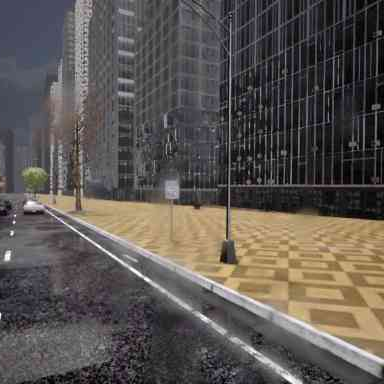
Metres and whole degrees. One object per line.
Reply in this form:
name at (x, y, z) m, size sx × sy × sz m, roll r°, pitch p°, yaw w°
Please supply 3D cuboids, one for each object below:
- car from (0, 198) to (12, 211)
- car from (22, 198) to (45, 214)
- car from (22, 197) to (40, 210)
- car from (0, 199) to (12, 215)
car at (-23.795, 1.542, 41.734) m, size 1.994 × 1.385 × 4.181 m, roll 0°, pitch 0°, yaw -27°
car at (-16.553, 1.584, 34.762) m, size 1.895 × 1.301 × 4.718 m, roll 0°, pitch 0°, yaw -27°
car at (-21.280, 1.470, 43.867) m, size 2.128 × 1.511 × 4.902 m, roll 0°, pitch 0°, yaw -27°
car at (-19.089, 1.530, 32.711) m, size 2.033 × 1.411 × 5.357 m, roll 0°, pitch 0°, yaw -28°
